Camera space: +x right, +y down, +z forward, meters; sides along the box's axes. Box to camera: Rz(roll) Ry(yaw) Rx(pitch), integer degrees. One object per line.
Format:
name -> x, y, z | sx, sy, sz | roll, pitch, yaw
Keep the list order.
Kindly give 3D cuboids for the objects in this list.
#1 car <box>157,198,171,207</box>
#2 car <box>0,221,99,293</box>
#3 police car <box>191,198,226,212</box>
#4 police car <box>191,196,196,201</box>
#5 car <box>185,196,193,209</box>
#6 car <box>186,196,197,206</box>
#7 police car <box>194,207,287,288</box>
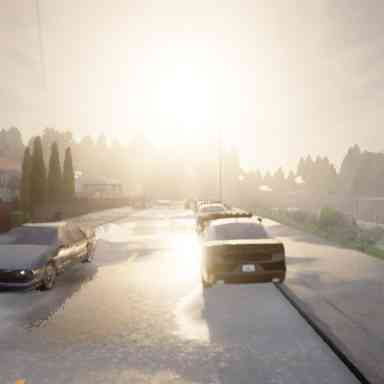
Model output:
car -> -4.144, 1.557, 50.480 | 2.033, 1.411, 5.357 | 0, 0, 0
car -> -4.110, 1.549, 9.217 | 2.033, 1.411, 5.357 | 0, 0, 0
police car -> 1.124, 1.379, 19.391 | 1.930, 1.638, 5.238 | -4, 0, 0
police car -> 1.122, 1.380, 25.383 | 1.930, 1.638, 5.238 | -4, 0, 0
car -> -0.009, 1.573, 45.271 | 1.994, 1.385, 4.181 | 0, 0, 0
car -> -0.055, 1.516, 57.633 | 1.837, 1.490, 4.892 | 0, 0, 0
police car -> 1.151, 1.403, 9.399 | 1.930, 1.638, 5.238 | -2, -1, 0
